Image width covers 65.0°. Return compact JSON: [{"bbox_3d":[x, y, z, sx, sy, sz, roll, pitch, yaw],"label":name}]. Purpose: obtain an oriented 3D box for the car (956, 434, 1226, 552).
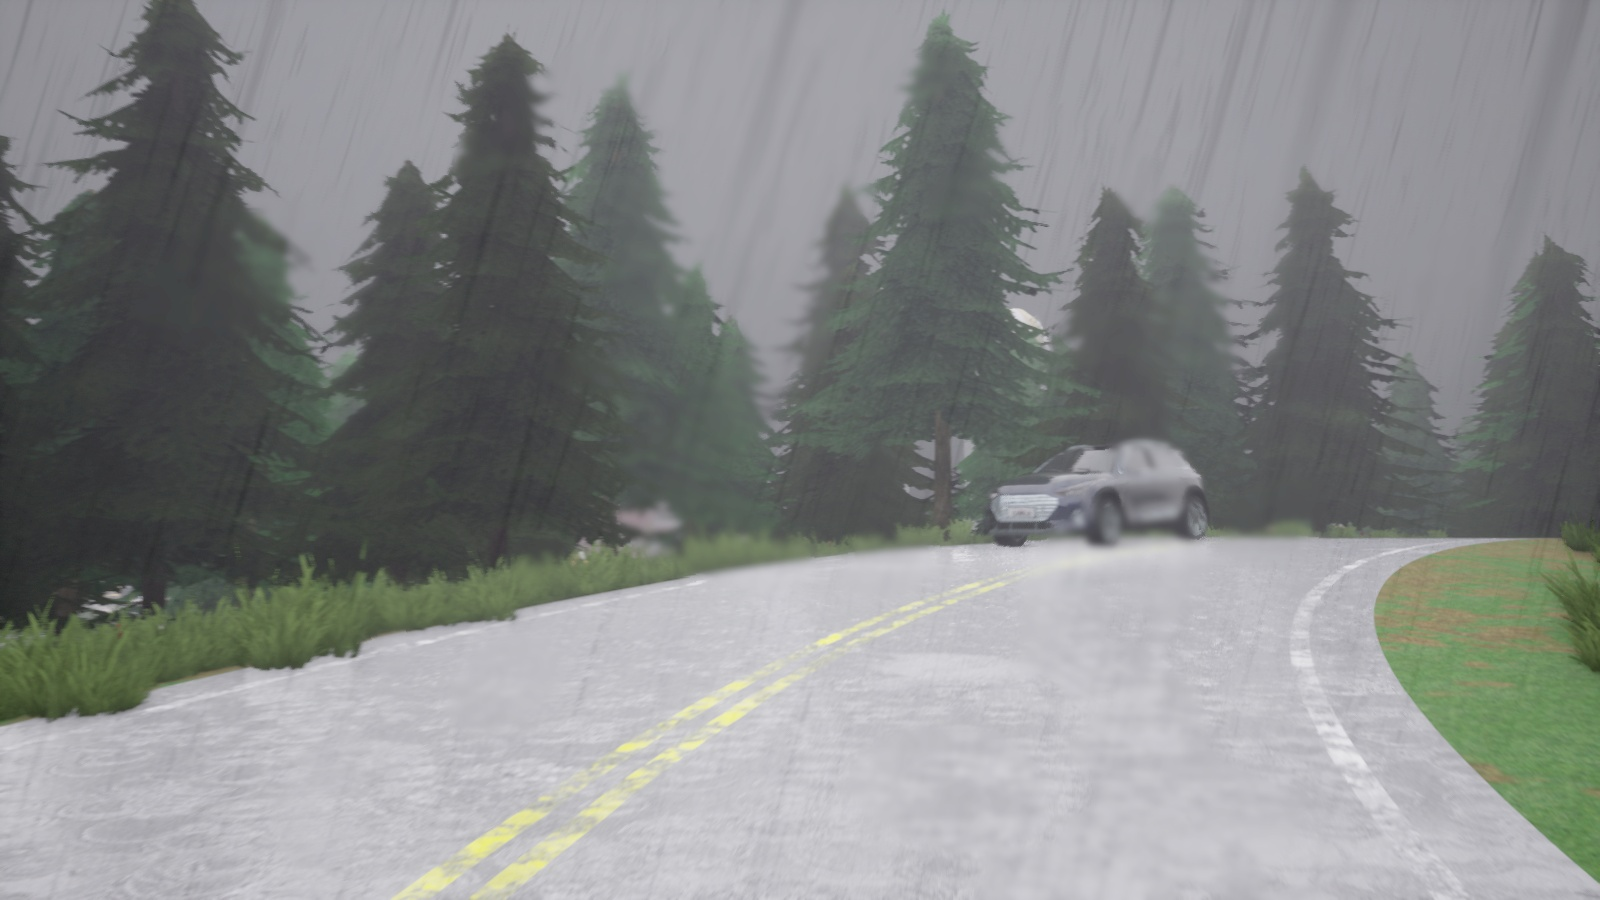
[{"bbox_3d":[4.745,0.694,19.973,2.033,1.649,4.856,-4,-4,42],"label":"car"}]
